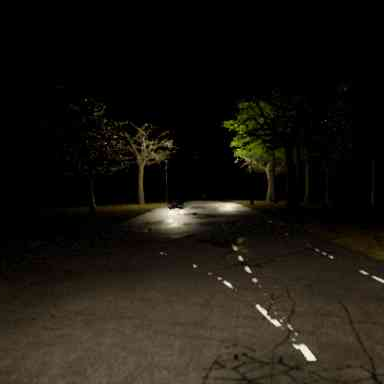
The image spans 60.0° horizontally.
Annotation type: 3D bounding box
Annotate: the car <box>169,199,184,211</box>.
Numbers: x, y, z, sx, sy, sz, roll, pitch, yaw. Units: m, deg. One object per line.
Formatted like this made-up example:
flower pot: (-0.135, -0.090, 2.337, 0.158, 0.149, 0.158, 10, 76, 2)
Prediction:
car: (-2.166, 1.782, 46.607, 1.837, 1.490, 4.892, -1, 0, 2)
